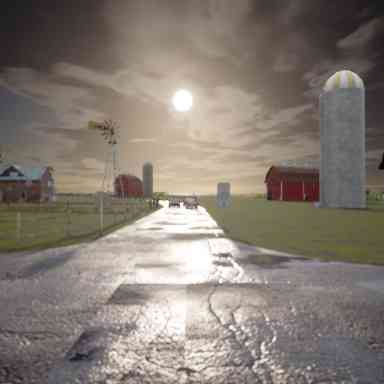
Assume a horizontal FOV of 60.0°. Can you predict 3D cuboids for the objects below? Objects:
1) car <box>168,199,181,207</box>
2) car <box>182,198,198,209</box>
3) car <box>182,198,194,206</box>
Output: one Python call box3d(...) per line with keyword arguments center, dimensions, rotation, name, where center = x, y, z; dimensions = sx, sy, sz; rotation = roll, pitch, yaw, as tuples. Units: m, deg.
box3d(center=(-3.016, 1.950, 57.749), dimensions=(1.994, 1.385, 4.181), rotation=(0, 0, -2), name="car")
box3d(center=(-0.077, 1.855, 53.654), dimensions=(2.128, 1.511, 4.902), rotation=(0, 0, -2), name="car")
box3d(center=(-0.745, 1.925, 63.762), dimensions=(1.837, 1.490, 4.892), rotation=(0, 0, -6), name="car")
